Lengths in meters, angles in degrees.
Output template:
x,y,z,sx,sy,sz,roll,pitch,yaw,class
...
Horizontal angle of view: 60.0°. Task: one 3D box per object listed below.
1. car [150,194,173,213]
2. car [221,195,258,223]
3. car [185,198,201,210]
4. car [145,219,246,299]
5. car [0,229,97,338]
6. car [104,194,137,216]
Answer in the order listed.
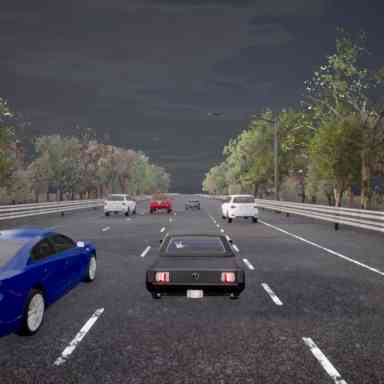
x,y,z,sx,sy,sz,roll,pitch,yaw,class
-3.386,1.247,37.037,2.150,2.045,5.566,0,0,0,car
3.626,1.235,25.947,2.150,2.045,5.566,0,0,-2,car
0.112,1.524,42.938,2.128,1.511,4.902,0,0,0,car
0.099,1.601,8.380,1.895,1.301,4.718,0,0,1,car
-3.397,1.477,6.687,1.882,1.535,5.008,0,0,0,car
-6.902,1.242,32.483,2.150,2.045,5.566,0,0,1,car
